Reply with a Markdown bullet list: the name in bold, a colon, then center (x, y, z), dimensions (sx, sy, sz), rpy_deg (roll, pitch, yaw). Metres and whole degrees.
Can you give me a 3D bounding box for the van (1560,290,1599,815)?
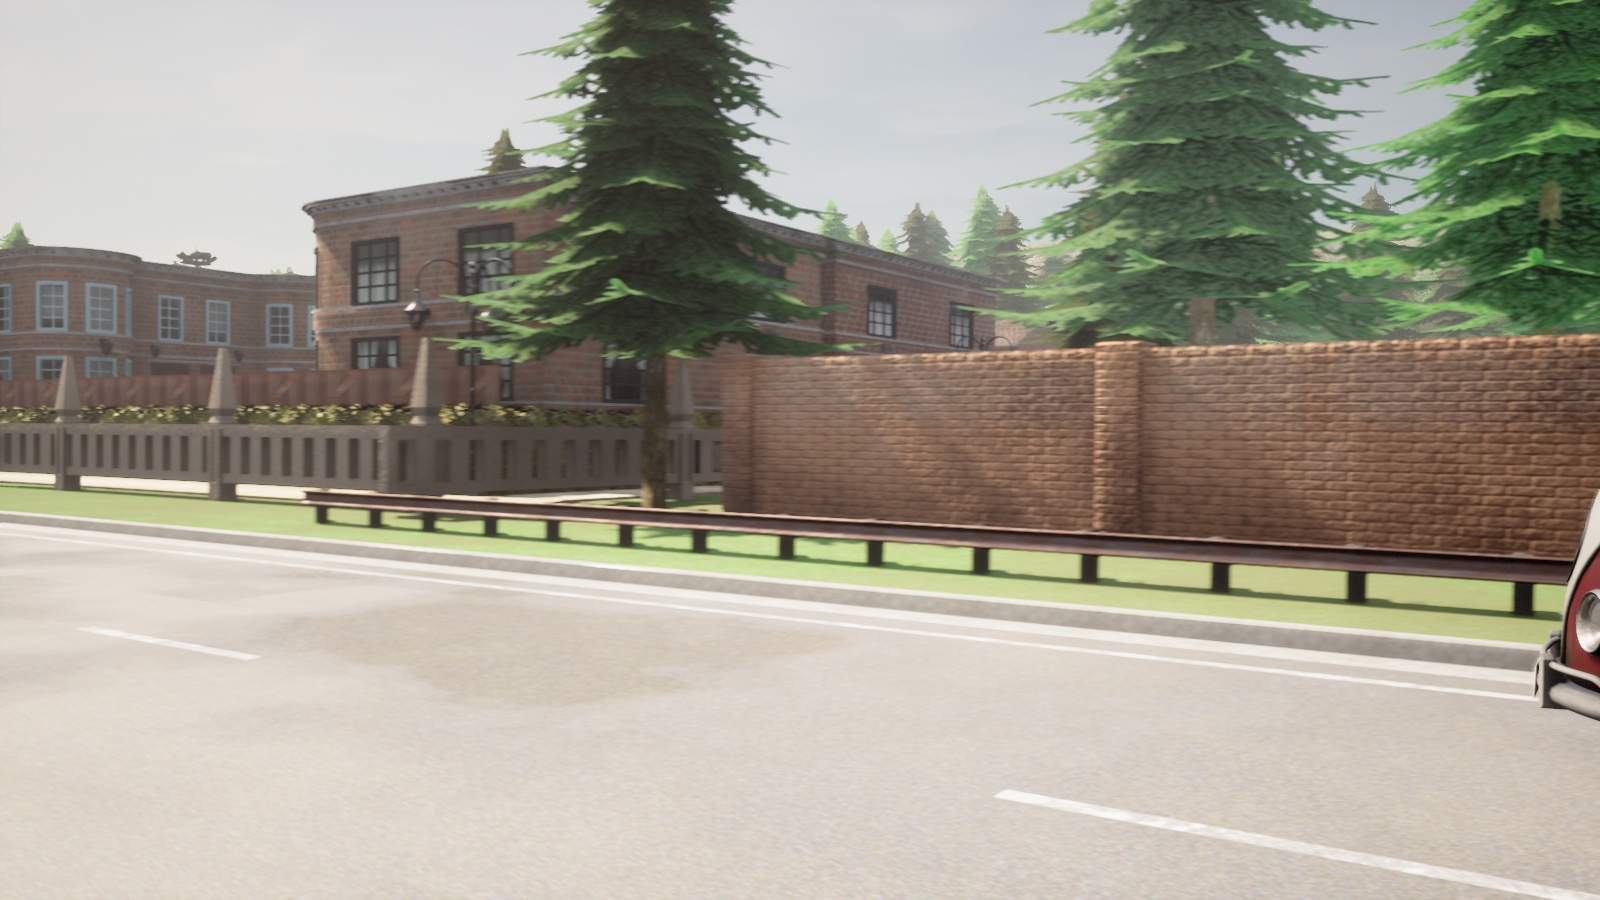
- **van**: center (5.257, 0.377, 4.327), dimensions (4.442, 1.987, 1.775), rpy_deg (0, 1, 34)
